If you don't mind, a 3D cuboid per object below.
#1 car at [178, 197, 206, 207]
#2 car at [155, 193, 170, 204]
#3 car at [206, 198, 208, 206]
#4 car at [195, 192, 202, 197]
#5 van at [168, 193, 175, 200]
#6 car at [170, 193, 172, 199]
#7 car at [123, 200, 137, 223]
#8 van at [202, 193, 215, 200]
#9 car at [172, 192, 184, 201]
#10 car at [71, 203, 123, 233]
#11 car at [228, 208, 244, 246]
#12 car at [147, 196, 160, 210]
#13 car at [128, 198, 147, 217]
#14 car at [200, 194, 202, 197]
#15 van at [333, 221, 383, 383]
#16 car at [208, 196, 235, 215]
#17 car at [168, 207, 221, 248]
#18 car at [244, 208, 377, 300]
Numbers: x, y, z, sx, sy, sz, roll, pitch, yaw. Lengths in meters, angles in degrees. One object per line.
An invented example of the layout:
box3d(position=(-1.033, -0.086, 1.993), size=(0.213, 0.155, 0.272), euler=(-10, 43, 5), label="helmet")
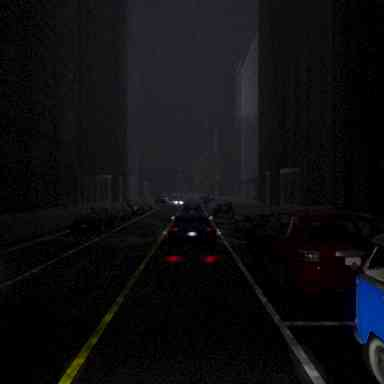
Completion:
box3d(position=(0.000, 1.456, 29.649), size=(1.882, 1.535, 5.008), euler=(0, 0, 0), label="car")
box3d(position=(-5.666, 1.233, 59.072), size=(2.192, 1.841, 5.009), euler=(0, 0, 0), label="car")
box3d(position=(2.859, 1.544, 36.491), size=(1.802, 1.307, 4.206), euler=(0, 0, 0), label="car")
box3d(position=(2.352, 1.377, 80.193), size=(1.812, 1.442, 4.674), euler=(0, 0, 0), label="car")
box3d(position=(-5.666, 1.161, 92.905), size=(1.690, 1.788, 3.998), euler=(0, 0, 0), label="van")
box3d(position=(-5.666, 1.217, 64.712), size=(2.192, 1.841, 5.009), euler=(0, 0, 0), label="car")
box3d(position=(-5.667, 1.557, 25.236), size=(1.802, 1.307, 4.206), euler=(0, 0, 0), label="car")
box3d(position=(2.860, 1.274, 53.410), size=(1.690, 1.788, 3.998), euler=(0, 0, 0), label="van")
box3d(position=(-3.000, 1.387, 75.943), size=(2.128, 1.511, 4.902), euler=(0, 0, 0), label="car")
box3d(position=(-5.667, 1.526, 19.596), size=(1.887, 1.381, 4.507), euler=(0, 0, 0), label="car")
box3d(position=(2.858, 1.553, 13.931), size=(1.947, 1.339, 4.313), euler=(0, 0, 0), label="car")
box3d(position=(-5.667, 1.505, 42.154), size=(2.008, 1.369, 4.403), euler=(0, 0, 0), label="car")
box3d(position=(-5.667, 1.409, 30.875), size=(1.967, 1.590, 4.097), euler=(0, 0, 0), label="car")
box3d(position=(2.860, 1.443, 59.222), size=(1.752, 1.417, 4.829), euler=(0, 0, 0), label="car")
box3d(position=(2.858, 1.339, 2.650), size=(1.690, 1.788, 3.998), euler=(0, 0, 0), label="van")
box3d(position=(2.859, 1.409, 30.850), size=(1.967, 1.590, 4.097), euler=(0, 0, 0), label="car")
box3d(position=(0.000, 1.560, 14.649), size=(1.994, 1.385, 4.181), euler=(0, 0, 0), label="car")
box3d(position=(2.858, 1.309, 8.291), size=(2.192, 1.841, 5.009), euler=(0, 0, 0), label="car")
